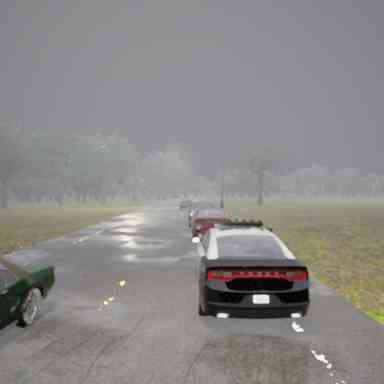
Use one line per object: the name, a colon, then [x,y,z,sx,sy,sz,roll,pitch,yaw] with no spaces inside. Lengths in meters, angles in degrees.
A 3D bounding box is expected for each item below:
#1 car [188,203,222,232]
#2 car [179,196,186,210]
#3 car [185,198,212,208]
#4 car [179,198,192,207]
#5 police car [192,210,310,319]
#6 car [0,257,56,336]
car: [0.923,1.557,17.639,1.882,1.535,5.008,0,0,-1]
car: [-0.771,1.712,46.104,2.128,1.511,4.902,0,0,-1]
car: [0.783,1.457,23.627,2.097,1.767,4.553,0,0,-1]
car: [-1.149,1.783,58.987,2.128,1.511,4.902,0,0,-1]
police car: [1.050,1.459,7.712,1.930,1.638,5.238,0,0,0]
car: [-3.604,1.622,4.308,1.895,1.301,4.718,0,0,0]
